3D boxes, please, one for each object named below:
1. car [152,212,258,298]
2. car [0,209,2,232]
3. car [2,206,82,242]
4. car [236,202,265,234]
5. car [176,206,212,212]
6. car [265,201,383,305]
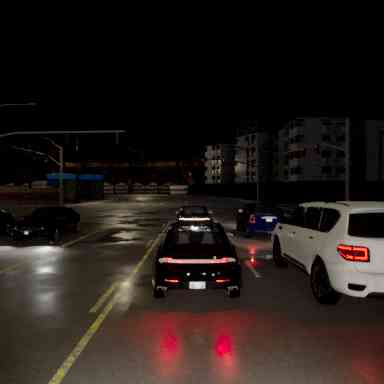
[{"bbox_3d":[0.104,1.499,8.541,2.128,1.511,4.902,0,0,0],"label":"car"},{"bbox_3d":[-10.527,1.518,16.045,1.837,1.490,4.892,0,0,1],"label":"car"},{"bbox_3d":[-7.020,1.507,16.571,1.837,1.490,4.892,0,0,1],"label":"car"},{"bbox_3d":[3.613,1.328,17.676,2.097,1.767,4.553,0,0,0],"label":"car"},{"bbox_3d":[0.115,1.473,17.953,2.128,1.511,4.902,0,0,0],"label":"car"},{"bbox_3d":[3.596,1.220,8.252,2.150,2.045,5.566,0,0,0],"label":"car"}]
